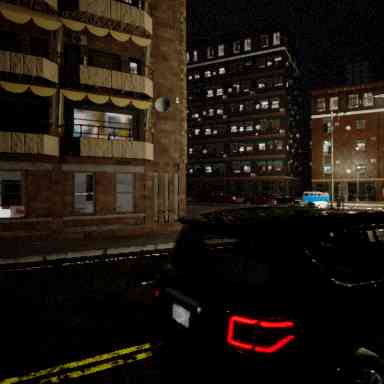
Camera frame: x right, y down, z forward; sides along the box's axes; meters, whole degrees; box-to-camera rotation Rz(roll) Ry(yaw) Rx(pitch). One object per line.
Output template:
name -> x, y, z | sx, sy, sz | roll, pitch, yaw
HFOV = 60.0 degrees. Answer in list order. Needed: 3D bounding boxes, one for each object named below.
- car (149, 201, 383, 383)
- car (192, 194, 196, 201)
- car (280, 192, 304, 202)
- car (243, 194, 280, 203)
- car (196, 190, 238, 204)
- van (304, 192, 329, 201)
car -> 2.181, 1.221, 4.445 | 5.566, 2.045, 2.150 | 0, 0, -31
car -> 2.521, 0.607, 55.172 | 5.009, 1.841, 2.192 | 1, 0, 27
car -> 11.784, 1.030, 43.945 | 4.902, 1.511, 2.128 | 1, 1, 27
car -> 8.665, 1.108, 42.642 | 4.206, 1.307, 1.802 | 1, 0, 27
car -> 3.650, 0.757, 45.197 | 5.009, 1.841, 2.192 | 1, 0, 27
van -> 17.580, 0.885, 47.512 | 3.998, 1.788, 1.690 | 1, 0, 27
